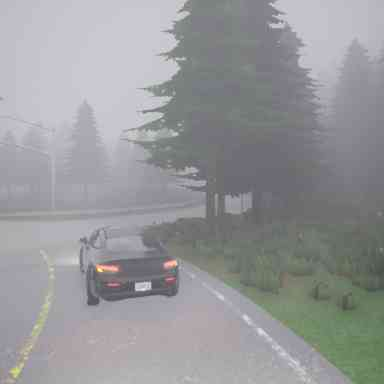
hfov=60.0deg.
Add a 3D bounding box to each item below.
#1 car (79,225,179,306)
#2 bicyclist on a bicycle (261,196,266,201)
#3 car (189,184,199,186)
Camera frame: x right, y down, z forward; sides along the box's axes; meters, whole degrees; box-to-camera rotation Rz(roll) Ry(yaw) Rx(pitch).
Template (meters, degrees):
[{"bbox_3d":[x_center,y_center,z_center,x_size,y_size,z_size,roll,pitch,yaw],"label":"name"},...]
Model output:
[{"bbox_3d":[-1.683,1.526,8.115,1.812,1.442,4.674,0,0,-21],"label":"car"},{"bbox_3d":[6.311,0.894,30.393,1.656,1.620,0.582,-13,-4,35],"label":"bicyclist on a bicycle"},{"bbox_3d":[0.576,-1.747,69.734,1.994,1.385,4.181,0,5,-5],"label":"car"}]
